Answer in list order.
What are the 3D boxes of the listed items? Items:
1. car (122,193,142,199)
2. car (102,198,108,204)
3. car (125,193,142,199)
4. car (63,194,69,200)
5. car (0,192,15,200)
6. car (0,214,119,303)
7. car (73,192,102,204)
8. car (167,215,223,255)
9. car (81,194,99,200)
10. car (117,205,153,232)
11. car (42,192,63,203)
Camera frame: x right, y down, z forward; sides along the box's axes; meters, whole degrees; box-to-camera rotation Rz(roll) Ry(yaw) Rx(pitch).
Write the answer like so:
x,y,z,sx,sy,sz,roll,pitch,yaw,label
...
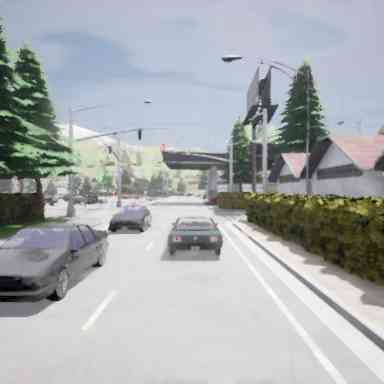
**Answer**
x,y,z,sx,sy,sz,roll,pitch,yaw,label
-16.321,1.142,89.923,5.027,1.636,2.152,0,0,0,car
-16.111,1.242,55.667,3.806,1.475,1.970,0,0,0,car
-16.388,1.144,93.060,4.514,1.523,2.007,0,0,0,car
-23.936,1.151,68.049,4.514,1.523,2.007,0,0,0,car
-42.473,0.931,74.346,4.605,1.855,1.932,0,0,0,car
-3.578,1.529,8.579,2.033,1.411,5.357,0,0,0,car
-16.707,0.965,52.339,3.866,1.878,1.905,0,0,0,car
0.111,1.574,13.140,1.895,1.301,4.718,0,0,0,car
-23.940,1.152,78.042,3.633,1.501,1.845,0,0,0,car
-3.479,1.506,19.908,2.033,1.411,5.357,0,0,0,car
-24.590,0.976,55.589,4.605,1.855,1.932,0,0,0,car
